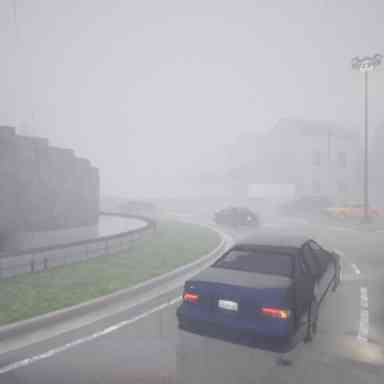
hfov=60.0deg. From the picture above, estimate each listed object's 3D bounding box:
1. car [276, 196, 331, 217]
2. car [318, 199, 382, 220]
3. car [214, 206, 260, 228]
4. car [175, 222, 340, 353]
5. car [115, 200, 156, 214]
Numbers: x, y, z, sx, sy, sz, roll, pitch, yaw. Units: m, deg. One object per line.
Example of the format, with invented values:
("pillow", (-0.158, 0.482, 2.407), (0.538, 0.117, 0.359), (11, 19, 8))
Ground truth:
("car", (11.227, 1.427, 33.025), (5.566, 2.045, 2.150), (1, 0, -4))
("car", (14.367, 1.673, 29.797), (5.008, 1.535, 1.882), (0, 0, -8))
("car", (3.057, 1.693, 23.405), (1.994, 1.385, 4.181), (0, 0, -17))
("car", (1.727, 1.587, 6.658), (2.033, 1.411, 5.357), (0, 0, 30))
("car", (-6.446, 1.678, 37.784), (4.892, 1.490, 1.837), (0, -1, 25))
